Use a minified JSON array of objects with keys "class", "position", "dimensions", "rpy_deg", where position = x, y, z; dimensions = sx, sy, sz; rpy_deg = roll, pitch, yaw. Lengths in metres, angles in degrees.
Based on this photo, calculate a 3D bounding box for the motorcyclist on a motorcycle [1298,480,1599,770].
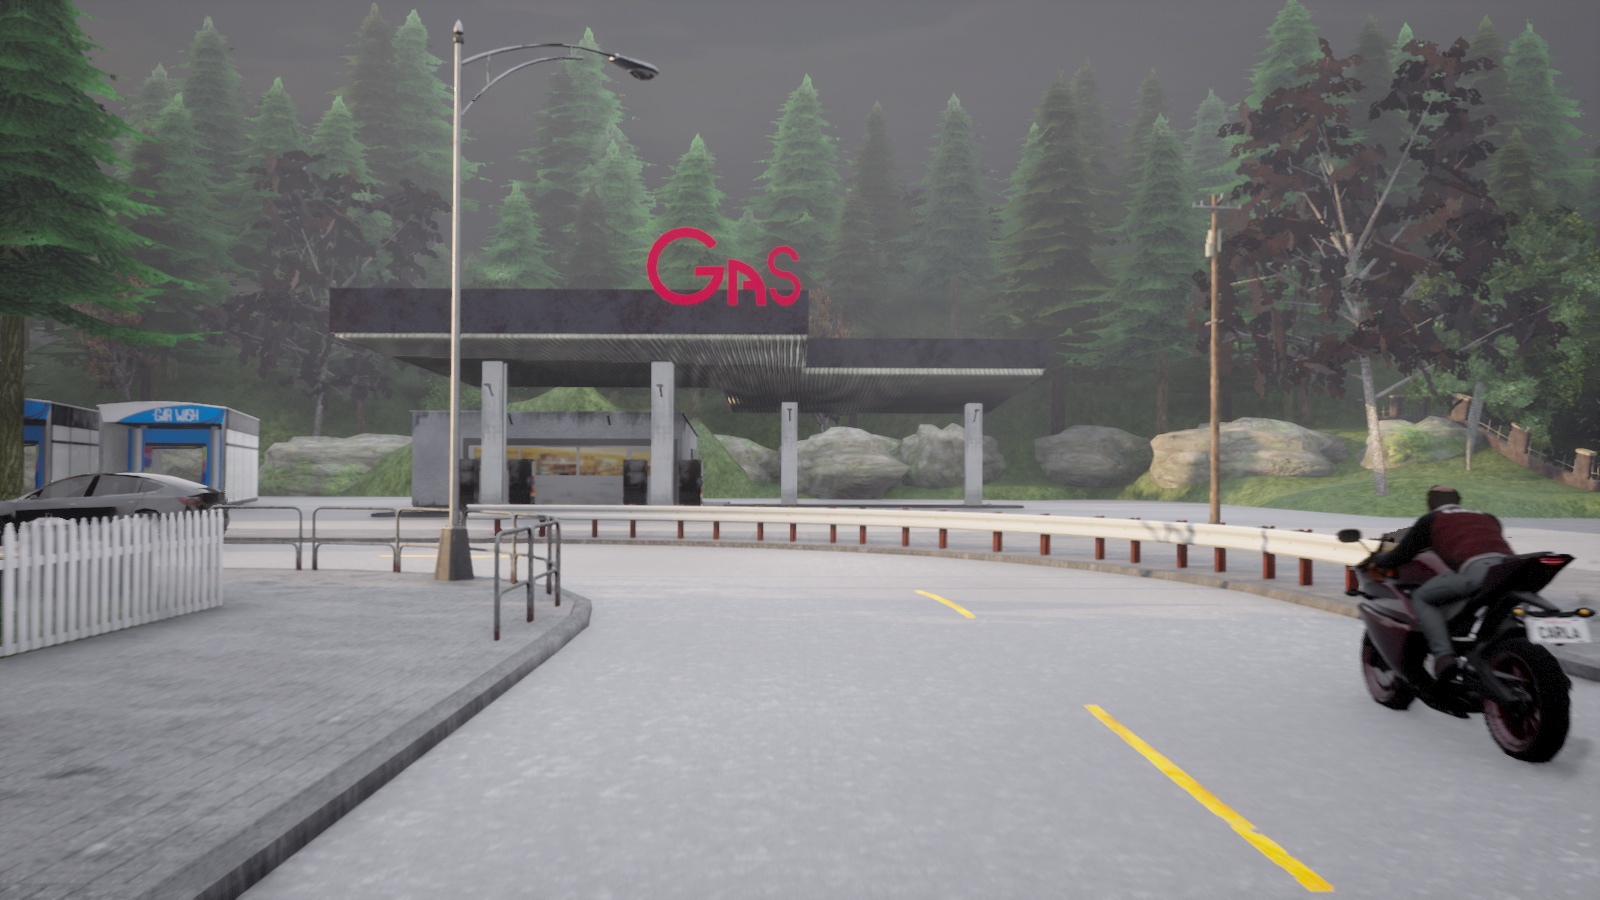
[{"class":"motorcyclist on a motorcycle","position":[3.980,0.965,7.827],"dimensions":[0.866,1.530,2.191],"rpy_deg":[0,-1,0]}]

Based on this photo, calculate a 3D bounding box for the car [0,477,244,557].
[{"class":"car","position":[-13.851,1.285,24.782],"dimensions":[4.792,1.488,2.163],"rpy_deg":[0,-1,0]}]
